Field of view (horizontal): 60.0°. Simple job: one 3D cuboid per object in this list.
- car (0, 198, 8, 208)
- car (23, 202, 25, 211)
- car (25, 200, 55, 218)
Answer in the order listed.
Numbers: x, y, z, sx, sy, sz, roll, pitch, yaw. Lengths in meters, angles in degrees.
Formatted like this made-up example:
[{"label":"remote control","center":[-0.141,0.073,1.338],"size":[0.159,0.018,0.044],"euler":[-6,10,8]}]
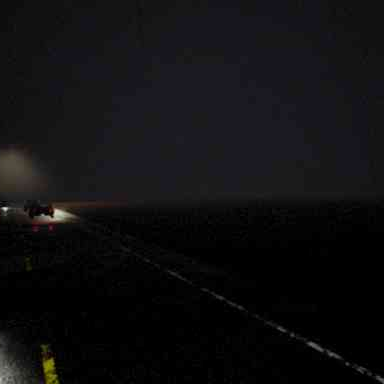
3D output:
[{"label":"car","center":[-28.624,1.572,49.675],"size":[1.812,1.442,4.674],"euler":[0,0,-29]},{"label":"car","center":[-19.241,1.606,40.158],"size":[1.994,1.385,4.181],"euler":[0,0,-29]},{"label":"car","center":[-13.637,1.630,29.988],"size":[1.895,1.301,4.718],"euler":[0,0,-29]}]
